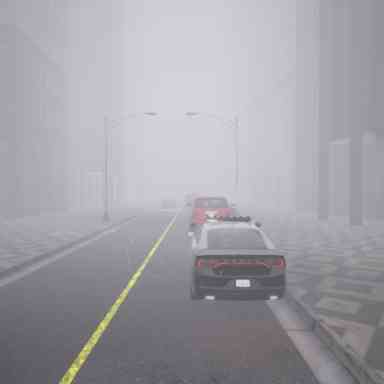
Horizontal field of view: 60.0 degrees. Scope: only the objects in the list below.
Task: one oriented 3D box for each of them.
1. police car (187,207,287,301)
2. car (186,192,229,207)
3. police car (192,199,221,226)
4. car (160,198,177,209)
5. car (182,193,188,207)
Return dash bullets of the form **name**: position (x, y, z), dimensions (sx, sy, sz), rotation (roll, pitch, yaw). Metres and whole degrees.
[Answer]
- **police car**: position (0.914, 1.421, 8.516), dimensions (1.930, 1.638, 5.238), rotation (0, 0, 0)
- **car**: position (0.932, 1.208, 18.434), dimensions (2.150, 2.045, 5.566), rotation (0, 0, 0)
- **police car**: position (0.944, 1.395, 24.515), dimensions (1.930, 1.638, 5.238), rotation (0, 0, 0)
- **car**: position (-3.019, 1.485, 43.571), dimensions (1.994, 1.385, 4.181), rotation (0, 0, 0)
- **car**: position (0.122, 1.130, 48.286), dimensions (2.150, 2.045, 5.566), rotation (0, 0, 1)
